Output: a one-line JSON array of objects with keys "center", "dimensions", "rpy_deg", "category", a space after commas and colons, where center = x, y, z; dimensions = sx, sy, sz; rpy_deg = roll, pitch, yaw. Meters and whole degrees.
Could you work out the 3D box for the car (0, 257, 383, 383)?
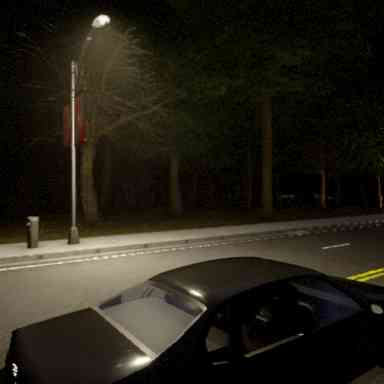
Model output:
[{"center": [0.734, 1.547, 3.963], "dimensions": [5.357, 1.411, 2.033], "rpy_deg": [0, 0, -35], "category": "car"}]
